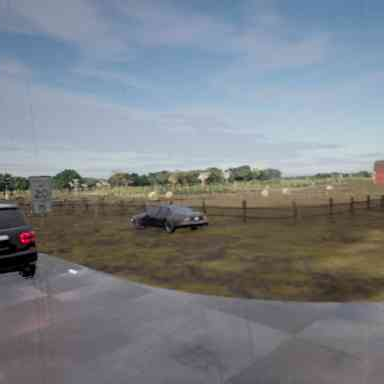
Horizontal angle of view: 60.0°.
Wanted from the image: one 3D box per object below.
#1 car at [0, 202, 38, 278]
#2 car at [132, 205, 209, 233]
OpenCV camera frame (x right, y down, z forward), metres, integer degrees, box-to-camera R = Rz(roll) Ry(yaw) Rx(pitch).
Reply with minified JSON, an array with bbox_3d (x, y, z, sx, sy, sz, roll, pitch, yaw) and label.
[{"bbox_3d":[-6.178,1.356,9.656,2.150,2.045,5.566,-4,2,-38],"label":"car"},{"bbox_3d":[-1.392,1.447,19.004,2.033,1.411,5.357,-2,0,-41],"label":"car"}]
